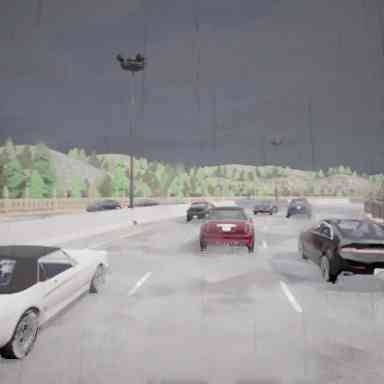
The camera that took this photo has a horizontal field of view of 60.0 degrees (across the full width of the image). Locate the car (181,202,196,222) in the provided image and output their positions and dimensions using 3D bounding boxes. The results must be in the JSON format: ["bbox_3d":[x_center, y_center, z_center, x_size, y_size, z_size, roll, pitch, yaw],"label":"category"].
[{"bbox_3d":[0.968,1.569,26.431,1.837,1.490,4.892,0,0,17],"label":"car"}]

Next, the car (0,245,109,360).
[{"bbox_3d":[-3.046,1.596,5.914,1.895,1.301,4.718,0,0,4],"label":"car"}]

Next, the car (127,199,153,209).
[{"bbox_3d":[-5.709,1.590,39.071,1.882,1.535,5.008,0,0,23],"label":"car"}]

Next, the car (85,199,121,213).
[{"bbox_3d":[-10.016,1.603,37.786,1.837,1.490,4.892,0,-1,22],"label":"car"}]

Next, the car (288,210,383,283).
[{"bbox_3d":[4.397,1.518,9.624,2.128,1.511,4.902,0,0,7],"label":"car"}]

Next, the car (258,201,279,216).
[{"bbox_3d":[7.809,1.658,34.802,2.033,1.411,5.357,0,0,24],"label":"car"}]

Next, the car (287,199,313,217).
[{"bbox_3d":[10.294,1.451,31.567,2.097,1.767,4.553,0,0,22],"label":"car"}]

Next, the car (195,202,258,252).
[{"bbox_3d":[1.615,1.380,14.357,2.097,1.767,4.553,0,0,9],"label":"car"}]

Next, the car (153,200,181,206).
[{"bbox_3d":[-2.245,1.640,38.297,1.812,1.442,4.674,0,0,24],"label":"car"}]
